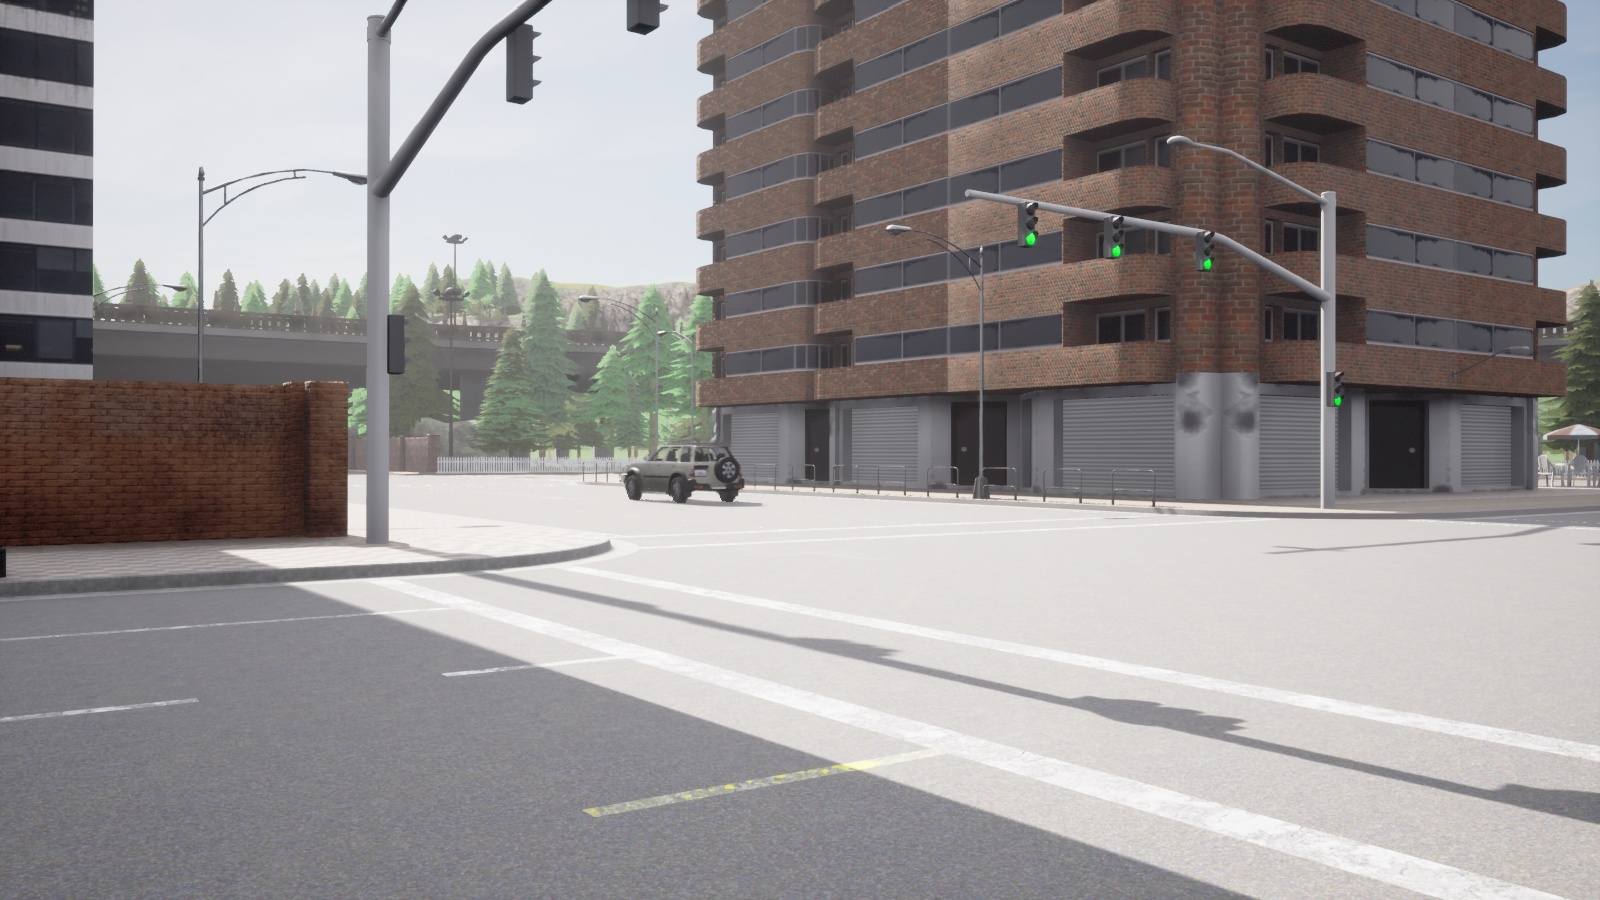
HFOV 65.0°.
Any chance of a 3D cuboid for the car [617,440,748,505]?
[{"bbox_3d":[-3.649,0.663,38.300,1.932,1.855,4.605,0,0,-35],"label":"car"}]
